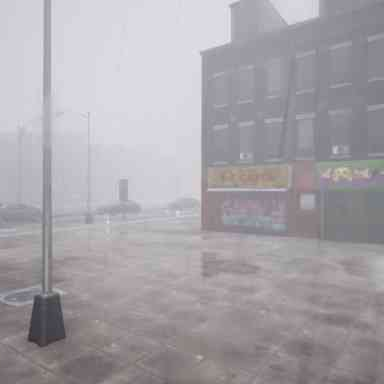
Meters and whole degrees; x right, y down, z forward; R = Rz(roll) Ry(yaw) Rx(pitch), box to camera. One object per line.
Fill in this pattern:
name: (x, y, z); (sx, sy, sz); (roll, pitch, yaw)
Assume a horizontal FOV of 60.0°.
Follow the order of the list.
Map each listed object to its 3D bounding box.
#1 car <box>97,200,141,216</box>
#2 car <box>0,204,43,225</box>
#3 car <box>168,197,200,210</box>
car: (-6.867, 1.439, 31.784); (1.812, 1.442, 4.674); (0, 0, 35)
car: (-12.736, 1.515, 23.470); (1.994, 1.385, 4.181); (0, 0, 36)
car: (-0.912, 1.381, 40.200); (1.837, 1.490, 4.892); (0, 0, 36)
